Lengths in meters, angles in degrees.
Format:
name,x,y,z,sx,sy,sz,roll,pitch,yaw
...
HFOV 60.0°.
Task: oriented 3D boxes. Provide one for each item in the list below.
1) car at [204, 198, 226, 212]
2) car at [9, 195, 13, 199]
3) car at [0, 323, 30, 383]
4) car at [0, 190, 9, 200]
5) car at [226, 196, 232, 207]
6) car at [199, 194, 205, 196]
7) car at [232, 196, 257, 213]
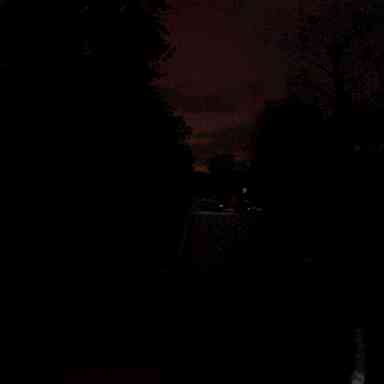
name,x,y,z,sx,sy,sz,roll,pitch,yaw
car,2.258,1.342,35.874,1.812,1.442,4.674,1,0,0
car,-39.420,0.795,68.030,5.008,1.535,2.097,1,1,0
car,-3.393,1.523,1.311,5.008,1.535,1.882,1,-1,-35
car,-39.417,0.821,65.252,4.892,1.521,2.231,1,0,0
car,5.689,1.303,45.923,1.882,1.535,5.008,1,1,0
car,2.339,0.699,78.260,2.033,1.411,5.357,1,1,0
car,5.696,1.434,35.414,1.812,1.442,4.674,1,0,0
